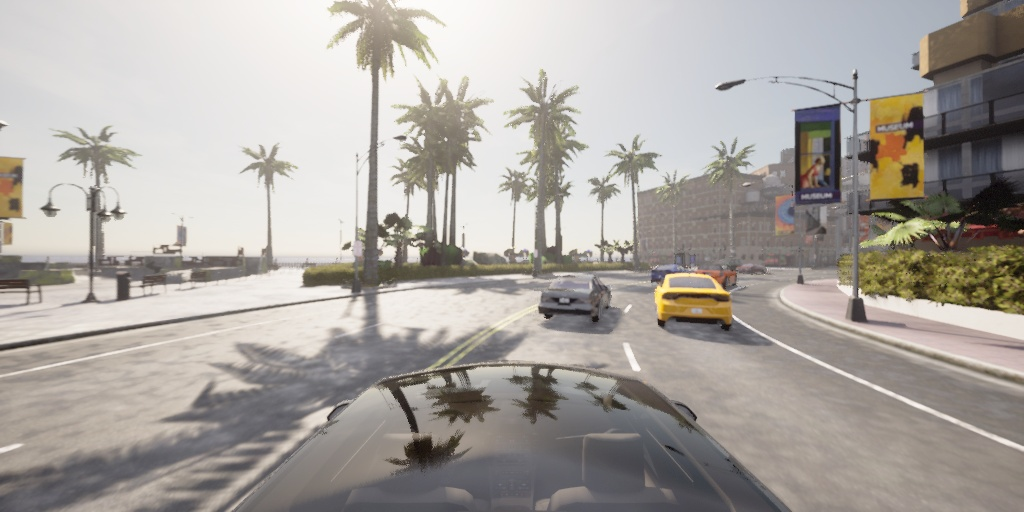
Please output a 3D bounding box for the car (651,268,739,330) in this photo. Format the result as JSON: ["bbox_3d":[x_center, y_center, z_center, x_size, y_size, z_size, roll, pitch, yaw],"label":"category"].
[{"bbox_3d":[5.692,1.308,11.714,1.882,1.535,5.008,0,-1,20],"label":"car"}]

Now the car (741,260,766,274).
[{"bbox_3d":[31.593,1.660,47.465,4.674,1.442,1.812,1,-1,-26],"label":"car"}]

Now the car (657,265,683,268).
[{"bbox_3d":[13.021,1.440,29.218,1.882,1.535,5.008,0,-1,43],"label":"car"}]

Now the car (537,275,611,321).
[{"bbox_3d":[2.430,1.375,12.949,2.033,1.411,5.357,0,0,21],"label":"car"}]

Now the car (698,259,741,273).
[{"bbox_3d":[14.706,1.298,25.875,2.097,1.767,4.553,0,-1,42],"label":"car"}]
